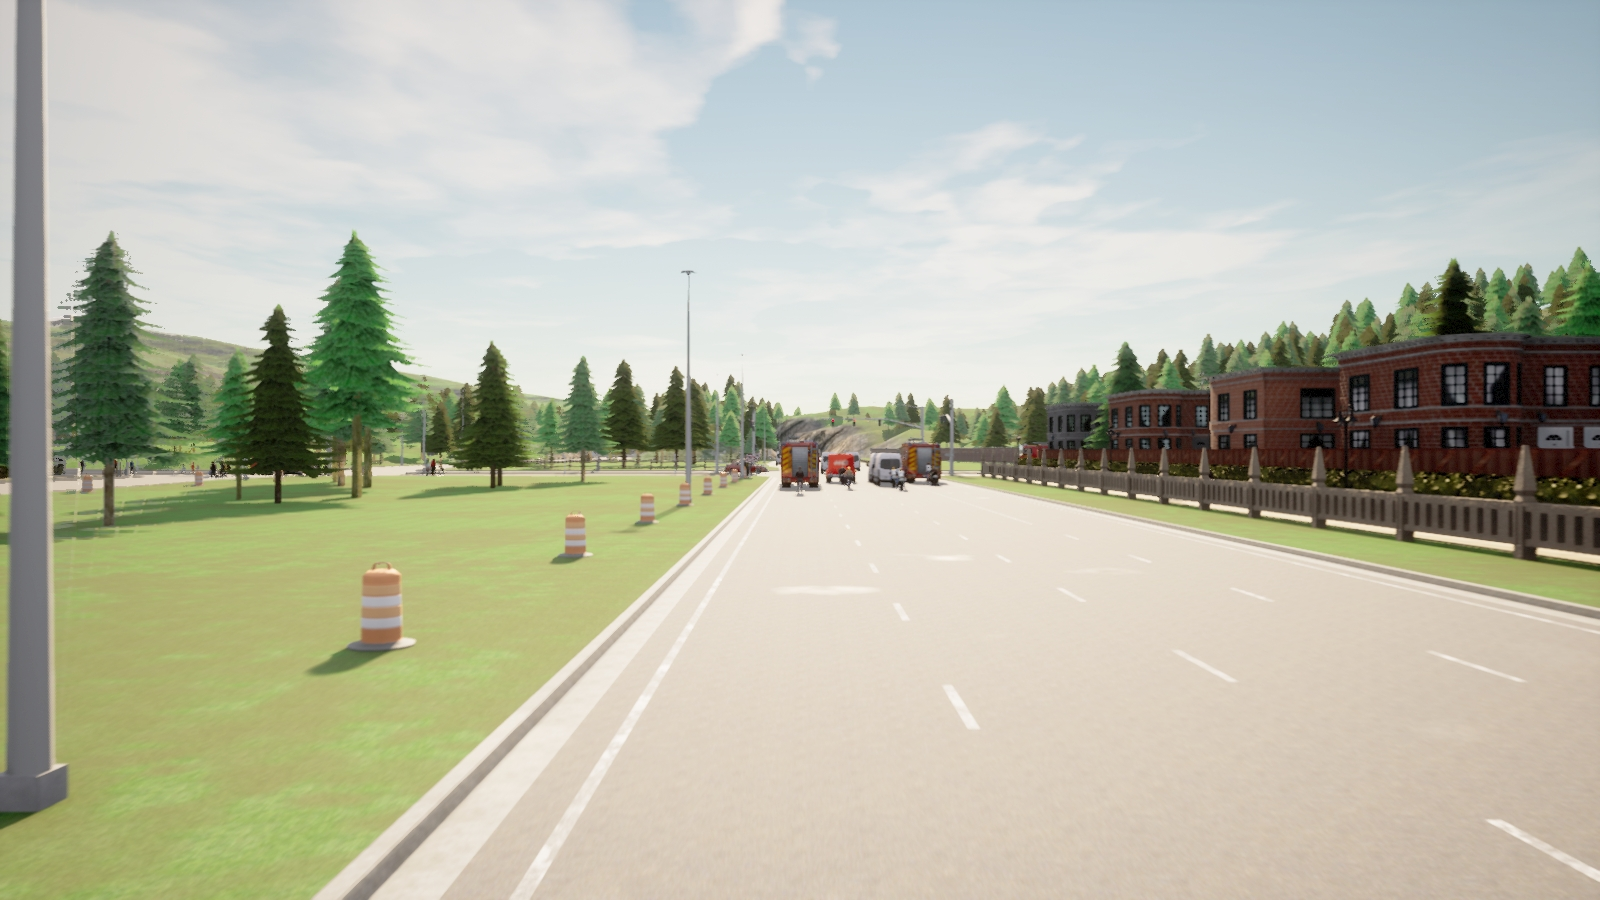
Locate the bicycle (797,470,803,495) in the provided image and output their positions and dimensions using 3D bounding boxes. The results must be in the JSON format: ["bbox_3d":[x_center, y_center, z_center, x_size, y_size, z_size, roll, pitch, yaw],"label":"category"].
[{"bbox_3d":[-0.007,2.061,72.713,0.329,1.471,1.835,0,0,0],"label":"bicycle"}]
